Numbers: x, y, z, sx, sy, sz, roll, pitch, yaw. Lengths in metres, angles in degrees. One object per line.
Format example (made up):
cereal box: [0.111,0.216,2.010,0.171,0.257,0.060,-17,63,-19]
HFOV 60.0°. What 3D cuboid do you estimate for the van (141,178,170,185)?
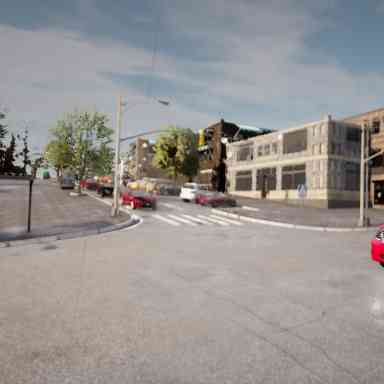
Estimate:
van: [-4.362,-0.721,45.976,1.878,1.987,4.442,8,4,43]

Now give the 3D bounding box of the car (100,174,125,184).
car: [-16.747,-2.747,70.185,2.185,1.767,4.553,6,3,42]

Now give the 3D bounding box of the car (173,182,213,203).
car: [1.185,0.199,35.340,2.435,2.045,5.566,7,3,43]

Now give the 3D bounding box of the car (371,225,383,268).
car: [7.335,1.191,8.704,5.566,2.045,2.150,3,-1,-24]

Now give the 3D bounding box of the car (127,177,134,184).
car: [-6.910,-0.963,51.591,1.946,1.575,5.366,7,3,43]

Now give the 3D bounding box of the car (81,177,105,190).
car: [-13.485,-1.083,44.297,1.882,1.535,5.008,3,3,-28]

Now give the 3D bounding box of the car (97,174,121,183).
car: [-18.117,-2.945,72.874,2.185,1.767,4.553,4,0,41]

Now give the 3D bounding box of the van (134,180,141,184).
van: [-5.730,-0.957,48.668,1.878,1.987,4.442,8,4,43]

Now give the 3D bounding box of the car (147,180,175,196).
car: [-2.948,-0.257,43.385,2.231,1.521,4.892,7,3,43]

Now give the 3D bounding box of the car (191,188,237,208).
car: [2.514,0.724,32.648,2.002,1.452,4.674,7,3,43]

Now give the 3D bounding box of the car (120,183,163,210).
car: [-4.340,0.476,26.668,1.882,1.535,5.008,3,3,-27]

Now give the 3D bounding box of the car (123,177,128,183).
car: [-8.401,-1.160,54.147,2.002,1.452,4.674,8,4,43]

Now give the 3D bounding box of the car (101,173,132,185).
car: [-15.313,-2.632,67.491,2.435,2.045,5.566,7,4,42]

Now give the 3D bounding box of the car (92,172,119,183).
car: [-19.545,-3.187,75.449,2.435,2.045,5.566,1,-2,42]

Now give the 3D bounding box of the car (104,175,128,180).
car: [-13.795,-2.143,64.989,1.946,1.575,5.366,7,3,42]

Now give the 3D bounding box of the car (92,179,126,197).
car: [-8.884,-0.212,35.438,1.994,1.385,4.181,3,3,-28]
